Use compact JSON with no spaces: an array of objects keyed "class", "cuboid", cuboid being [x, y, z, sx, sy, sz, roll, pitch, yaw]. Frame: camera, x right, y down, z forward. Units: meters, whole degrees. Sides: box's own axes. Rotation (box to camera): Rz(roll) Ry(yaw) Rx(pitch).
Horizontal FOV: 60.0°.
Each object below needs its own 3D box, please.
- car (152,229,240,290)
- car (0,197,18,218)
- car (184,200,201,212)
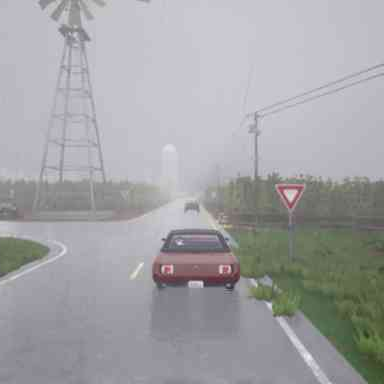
[{"class":"car","cuboid":[0.084,1.669,9.218,1.895,1.301,4.718,0,0,0]},{"class":"car","cuboid":[-17.279,1.442,30.747,1.905,1.878,3.866,0,0,-31]},{"class":"car","cuboid":[0.020,1.820,43.366,1.837,1.490,4.892,0,0,0]}]
